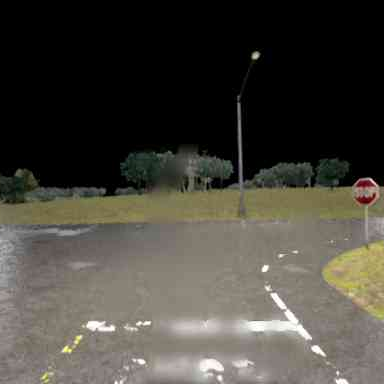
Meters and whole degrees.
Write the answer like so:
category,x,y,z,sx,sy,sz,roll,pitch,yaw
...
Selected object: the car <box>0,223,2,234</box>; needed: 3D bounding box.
category,x,y,z,sx,sy,sz,roll,pitch,yaw
car,-11.403,1.282,15.398,4.553,1.767,2.097,0,-1,0
